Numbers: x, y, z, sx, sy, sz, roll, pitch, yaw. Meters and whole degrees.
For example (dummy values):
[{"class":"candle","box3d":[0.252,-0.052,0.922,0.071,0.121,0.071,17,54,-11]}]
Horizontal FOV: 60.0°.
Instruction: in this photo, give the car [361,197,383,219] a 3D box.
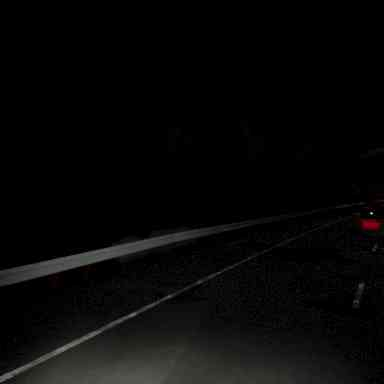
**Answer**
[{"class":"car","box3d":[16.239,1.505,29.462,1.837,1.490,4.892,0,0,35]}]

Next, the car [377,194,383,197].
[{"class":"car","box3d":[22.348,1.221,37.965,2.150,2.045,5.566,0,0,36]}]
